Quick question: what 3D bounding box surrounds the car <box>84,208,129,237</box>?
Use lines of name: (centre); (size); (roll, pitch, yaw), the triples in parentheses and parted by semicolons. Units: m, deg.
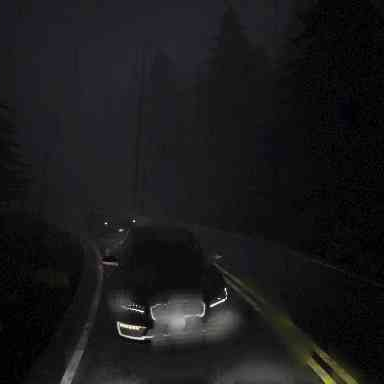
car: (-4.632, 1.612, 18.547); (1.895, 1.301, 4.718); (-3, 1, -29)

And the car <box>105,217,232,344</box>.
car: (-0.645, 1.495, 6.812); (1.837, 1.490, 4.892); (-1, 0, -11)
